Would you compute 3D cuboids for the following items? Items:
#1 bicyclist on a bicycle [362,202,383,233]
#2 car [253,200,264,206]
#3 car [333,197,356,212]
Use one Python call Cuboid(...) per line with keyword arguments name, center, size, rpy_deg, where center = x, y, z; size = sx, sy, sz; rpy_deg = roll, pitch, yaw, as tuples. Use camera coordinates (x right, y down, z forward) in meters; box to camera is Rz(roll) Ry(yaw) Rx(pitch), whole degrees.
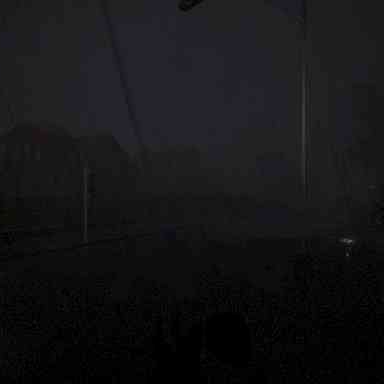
Cuboid(name="bicyclist on a bicycle", center=(9.638, 1.349, 17.023), size=(1.656, 1.620, 0.582), rpy_deg=(0, 0, 31))
Cuboid(name="car", center=(7.350, 1.356, 46.532), size=(5.357, 1.415, 2.033), rpy_deg=(0, 0, 34))
Cuboid(name="car", center=(17.989, 1.352, 39.148), size=(2.097, 1.767, 4.553), rpy_deg=(0, 0, 32))
